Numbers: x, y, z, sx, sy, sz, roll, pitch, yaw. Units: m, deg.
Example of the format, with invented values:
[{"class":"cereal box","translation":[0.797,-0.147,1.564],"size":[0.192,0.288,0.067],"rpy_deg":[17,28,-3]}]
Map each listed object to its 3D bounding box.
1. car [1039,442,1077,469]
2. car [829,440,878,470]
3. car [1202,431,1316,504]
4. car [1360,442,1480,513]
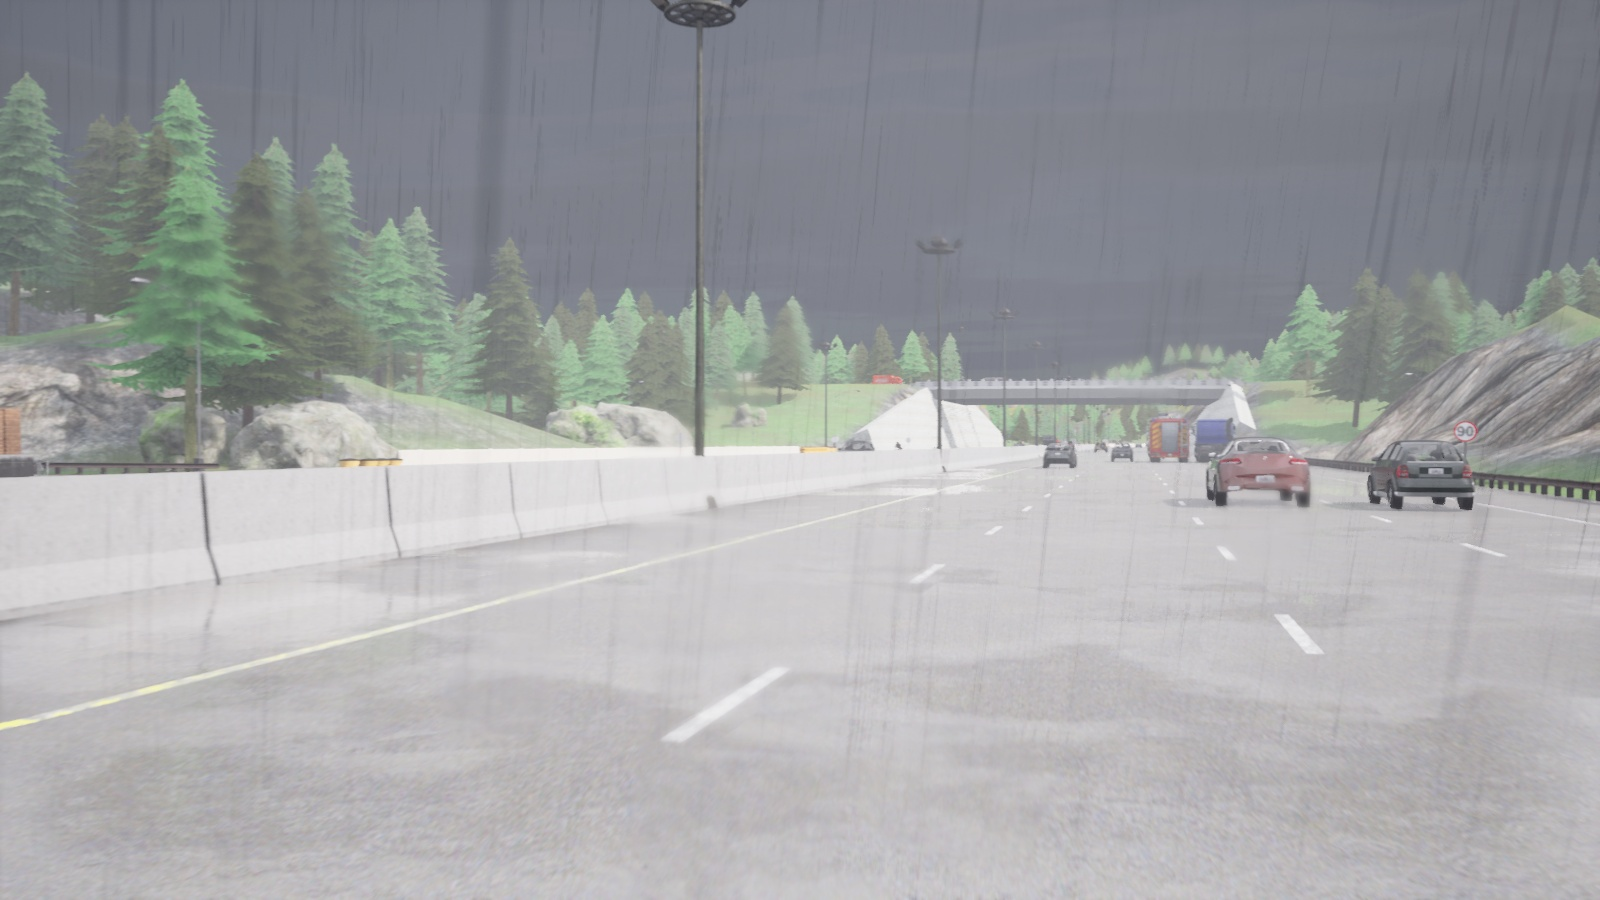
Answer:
[{"class":"car","translation":[15.487,0.297,75.257],"size":[2.007,1.525,4.514],"rpy_deg":[0,0,15]},{"class":"car","translation":[2.971,0.261,68.846],"size":[1.851,1.617,3.988],"rpy_deg":[0,0,15]},{"class":"car","translation":[11.224,0.371,31.042],"size":[2.152,1.651,5.027],"rpy_deg":[0,0,15]},{"class":"car","translation":[14.394,0.586,29.328],"size":[1.789,1.549,3.705],"rpy_deg":[0,0,15]}]
